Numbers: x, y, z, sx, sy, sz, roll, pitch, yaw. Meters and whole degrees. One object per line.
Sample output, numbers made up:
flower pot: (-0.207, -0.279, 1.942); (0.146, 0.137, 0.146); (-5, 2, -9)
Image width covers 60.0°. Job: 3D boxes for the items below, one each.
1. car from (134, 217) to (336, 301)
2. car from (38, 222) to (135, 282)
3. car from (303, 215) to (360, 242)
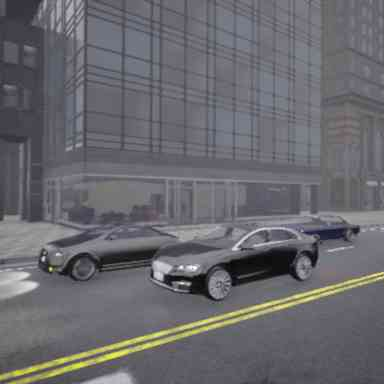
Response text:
car: (1.282, 1.567, 8.586); (4.902, 1.511, 2.128); (1, -1, -35)
car: (-2.302, 1.622, 10.008); (4.181, 1.385, 1.994); (1, -1, -34)
car: (5.982, 1.769, 15.909); (4.718, 1.301, 1.895); (1, -1, -36)
